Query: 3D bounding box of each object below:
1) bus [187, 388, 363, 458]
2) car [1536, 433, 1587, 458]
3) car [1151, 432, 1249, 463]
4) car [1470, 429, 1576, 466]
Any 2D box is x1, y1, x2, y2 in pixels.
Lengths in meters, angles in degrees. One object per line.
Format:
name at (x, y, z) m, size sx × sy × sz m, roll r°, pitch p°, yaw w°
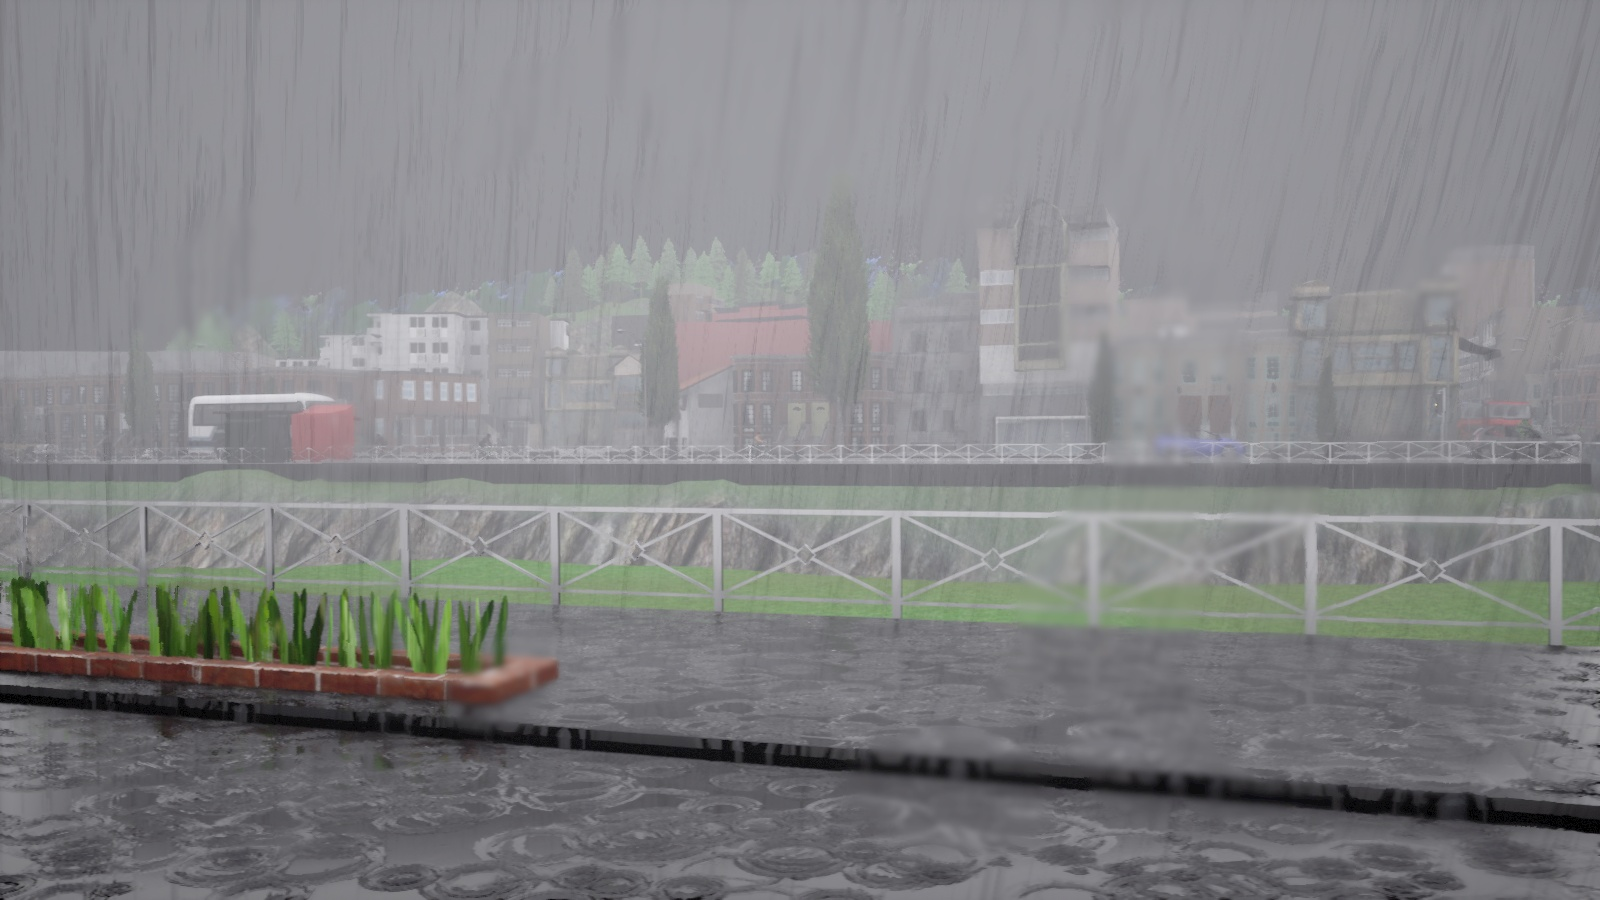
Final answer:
bus at (-33.448, -1.681, 80.049) m, size 10.273 × 4.253 × 3.944 m, roll 0°, pitch 1°, yaw 19°
car at (46.876, -0.314, 77.373) m, size 1.816 × 1.474 × 4.193 m, roll 0°, pitch 1°, yaw 19°
car at (19.791, -0.141, 62.175) m, size 4.514 × 1.525 × 2.007 m, roll 0°, pitch 1°, yaw 18°
car at (33.077, -0.132, 57.593) m, size 3.988 × 1.617 × 1.851 m, roll 0°, pitch 1°, yaw 22°
